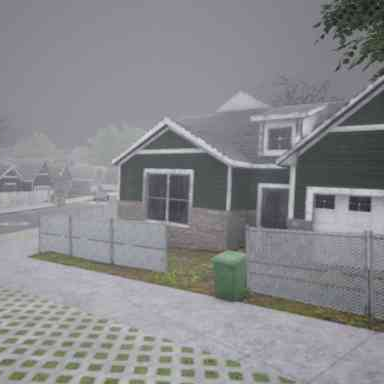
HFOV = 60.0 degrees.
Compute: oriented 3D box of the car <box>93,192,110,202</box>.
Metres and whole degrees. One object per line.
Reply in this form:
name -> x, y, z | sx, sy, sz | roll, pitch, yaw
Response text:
car -> -14.248, 0.728, 52.793 | 1.837, 1.490, 4.892 | 2, 1, -3
